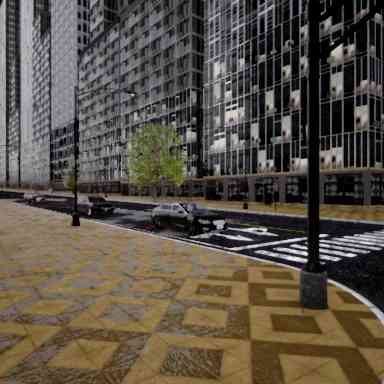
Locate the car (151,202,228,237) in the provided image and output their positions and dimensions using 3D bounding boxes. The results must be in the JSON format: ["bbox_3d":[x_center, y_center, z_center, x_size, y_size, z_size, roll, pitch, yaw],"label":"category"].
[{"bbox_3d":[-0.254,1.256,16.789,2.128,1.511,4.902,0,1,-38],"label":"car"}]

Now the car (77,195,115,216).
[{"bbox_3d":[-7.813,1.045,26.402,1.837,1.490,4.892,0,1,-38],"label":"car"}]

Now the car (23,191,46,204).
[{"bbox_3d":[-19.920,0.671,41.962,2.128,1.511,4.902,0,1,-38],"label":"car"}]
